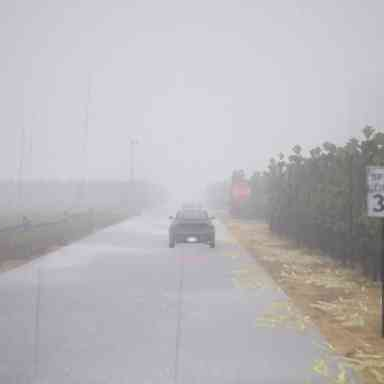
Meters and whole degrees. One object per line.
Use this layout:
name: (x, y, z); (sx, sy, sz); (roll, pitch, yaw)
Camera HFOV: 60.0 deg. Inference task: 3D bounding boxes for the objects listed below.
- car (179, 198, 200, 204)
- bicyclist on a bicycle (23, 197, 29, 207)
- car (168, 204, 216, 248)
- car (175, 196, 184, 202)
car: (0.000, 1.514, 29.678); (1.895, 1.301, 4.718); (0, 0, 0)
bicyclist on a bicycle: (-21.424, 1.455, 43.052); (0.582, 1.620, 1.656); (0, 0, 0)
car: (0.000, 1.490, 14.647); (1.837, 1.490, 4.892); (0, 0, 0)
car: (-3.100, 1.716, 83.446); (1.837, 1.490, 4.892); (0, -1, 0)
